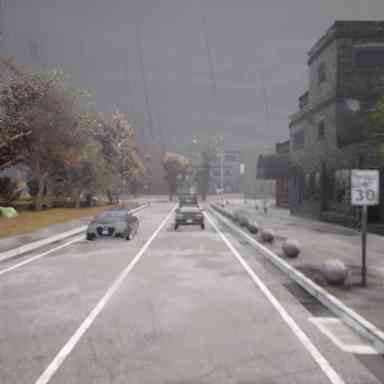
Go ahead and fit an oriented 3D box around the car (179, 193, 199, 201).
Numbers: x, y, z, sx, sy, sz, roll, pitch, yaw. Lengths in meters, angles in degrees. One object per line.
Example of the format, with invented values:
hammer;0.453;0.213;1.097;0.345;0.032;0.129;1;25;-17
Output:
car;-0.392;1.185;39.311;2.150;2.045;5.566;0;0;-1

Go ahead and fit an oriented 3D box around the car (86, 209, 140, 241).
car;-3.799;1.571;16.523;1.994;1.385;4.181;0;0;-1

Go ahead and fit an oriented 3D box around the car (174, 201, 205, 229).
car;-0.168;1.523;21.612;1.812;1.442;4.674;0;0;-1
